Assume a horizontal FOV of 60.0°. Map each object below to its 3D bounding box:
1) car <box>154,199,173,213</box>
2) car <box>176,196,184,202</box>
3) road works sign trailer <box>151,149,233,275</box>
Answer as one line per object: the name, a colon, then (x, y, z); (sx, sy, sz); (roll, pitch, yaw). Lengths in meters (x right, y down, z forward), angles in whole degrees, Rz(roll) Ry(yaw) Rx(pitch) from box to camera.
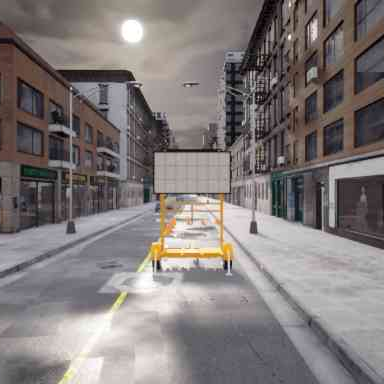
car: (-3.085, 1.556, 37.377); (1.812, 1.442, 4.674); (0, 0, 0)
car: (-2.967, 1.660, 80.615); (2.033, 1.411, 5.357); (0, 0, 0)
road works sign trailer: (0.004, 0.467, 10.393); (2.380, 3.560, 2.880); (0, 0, 0)
